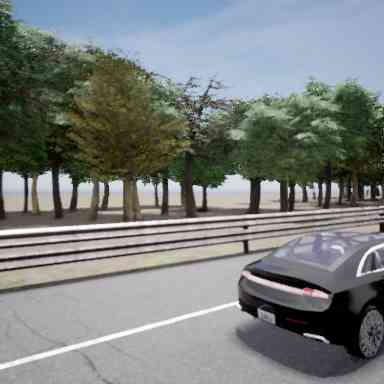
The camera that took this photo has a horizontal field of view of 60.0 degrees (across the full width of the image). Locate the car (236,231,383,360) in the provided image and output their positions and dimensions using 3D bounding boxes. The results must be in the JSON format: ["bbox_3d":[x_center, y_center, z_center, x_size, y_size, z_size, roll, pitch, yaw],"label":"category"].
[{"bbox_3d":[2.993,1.463,5.921,4.902,1.511,2.128,0,0,-35],"label":"car"}]
